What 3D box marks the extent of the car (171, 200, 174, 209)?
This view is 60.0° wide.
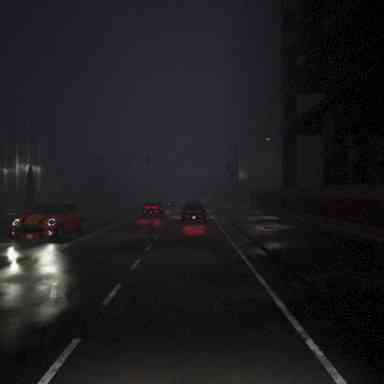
[{"bbox_3d":[-3.341,1.526,42.635,1.895,1.301,4.718,0,0,0],"label":"car"}]

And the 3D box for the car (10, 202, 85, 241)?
[{"bbox_3d":[-6.980,1.320,16.550,2.097,1.767,4.553,0,0,0],"label":"car"}]

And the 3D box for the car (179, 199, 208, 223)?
[{"bbox_3d":[0.135,1.461,24.804,1.837,1.490,4.892,0,0,0],"label":"car"}]

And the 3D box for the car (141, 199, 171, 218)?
[{"bbox_3d":[-3.358,1.439,29.521,2.128,1.511,4.902,0,0,0],"label":"car"}]

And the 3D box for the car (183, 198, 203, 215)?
[{"bbox_3d":[0.143,1.418,34.262,1.882,1.535,5.008,0,0,2],"label":"car"}]
